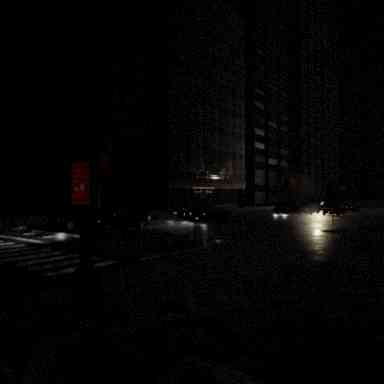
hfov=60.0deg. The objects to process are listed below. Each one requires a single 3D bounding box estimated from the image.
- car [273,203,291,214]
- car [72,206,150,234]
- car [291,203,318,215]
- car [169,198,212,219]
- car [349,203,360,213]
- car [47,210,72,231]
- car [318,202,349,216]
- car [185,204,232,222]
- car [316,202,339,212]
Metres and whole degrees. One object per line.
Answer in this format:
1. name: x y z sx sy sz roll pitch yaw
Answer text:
1. car: 13.002 2.223 46.012 2.033 1.411 5.357 0 -1 36
2. car: -4.836 1.760 21.502 2.128 1.511 4.902 0 -1 36
3. car: 15.097 2.188 43.218 2.033 1.411 5.357 0 -1 36
4. car: 0.037 1.682 33.758 2.150 2.045 5.566 0 -1 36
5. car: 23.544 2.301 49.417 2.033 1.411 5.357 0 -1 36
6. car: -7.577 1.764 23.254 1.882 1.535 5.008 0 -1 36
7. car: 17.505 2.119 41.002 1.837 1.490 4.892 0 -1 36
8. car: 1.731 2.019 30.544 1.895 1.301 4.718 0 -1 36
9. car: 20.912 2.266 51.324 2.128 1.511 4.902 0 -1 36
